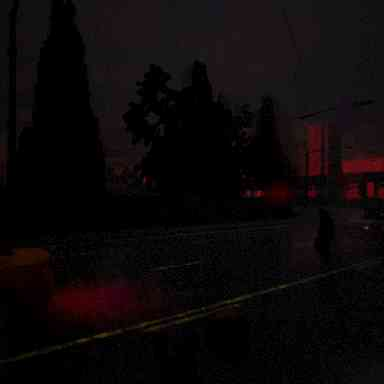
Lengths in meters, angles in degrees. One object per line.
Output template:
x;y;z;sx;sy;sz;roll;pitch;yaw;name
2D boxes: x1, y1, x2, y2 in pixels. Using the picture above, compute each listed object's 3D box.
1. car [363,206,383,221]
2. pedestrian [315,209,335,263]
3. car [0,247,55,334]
19.825;2.265;36.141;1.882;1.535;5.008;0;-1;29;car
4.322;1.369;10.837;0.375;1.860;0.375;0;-1;-41;pedestrian
-4.784;1.477;5.036;5.008;1.535;1.882;0;0;-35;car
